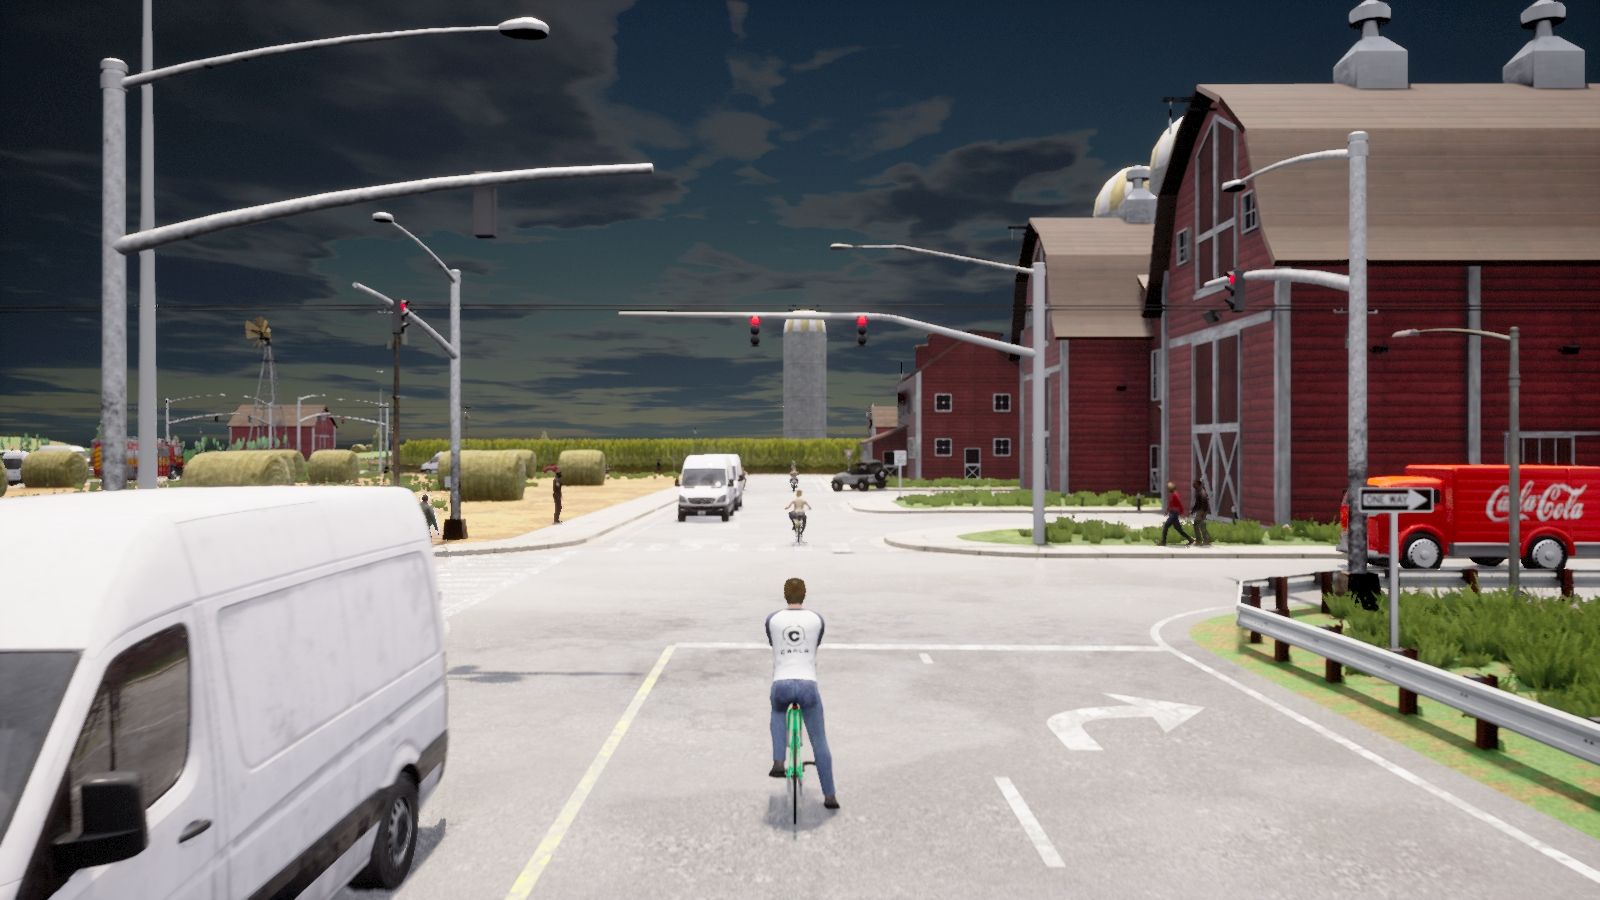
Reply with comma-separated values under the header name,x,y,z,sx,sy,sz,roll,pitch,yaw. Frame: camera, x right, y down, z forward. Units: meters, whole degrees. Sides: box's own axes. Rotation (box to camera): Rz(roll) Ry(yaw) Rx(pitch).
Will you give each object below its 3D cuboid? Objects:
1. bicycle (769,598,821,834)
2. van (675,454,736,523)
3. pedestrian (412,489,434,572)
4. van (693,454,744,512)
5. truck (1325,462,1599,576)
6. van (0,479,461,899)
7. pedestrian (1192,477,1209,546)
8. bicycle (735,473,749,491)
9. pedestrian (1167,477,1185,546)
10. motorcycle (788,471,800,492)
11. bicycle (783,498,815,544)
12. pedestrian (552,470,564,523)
name,x,y,z,sx,sy,sz,roll,pitch,yaw
bicycle,-0.040,2.021,9.062,0.373,1.496,1.643,0,0,0
van,-3.729,1.468,46.011,1.988,2.561,5.915,0,0,0
pedestrian,-8.565,1.826,25.948,0.375,1.860,0.375,0,0,0
van,-3.769,1.465,53.734,1.988,2.561,5.915,0,0,0
truck,15.420,1.544,26.602,5.204,2.467,2.627,0,0,0
van,-3.529,1.502,5.626,1.988,2.561,5.915,0,0,0
pedestrian,10.889,1.671,31.093,0.375,1.860,0.375,0,0,8
bicycle,-3.862,2.121,76.639,0.859,1.176,1.487,0,0,0
pedestrian,10.207,1.671,31.027,0.375,1.860,0.375,0,0,5
motorcycle,-0.383,2.071,75.974,0.764,1.307,2.356,0,0,0
bicycle,-0.039,2.103,33.924,0.859,1.276,1.487,0,0,-2
pedestrian,-8.528,1.637,40.268,0.375,1.860,0.375,0,0,-10
